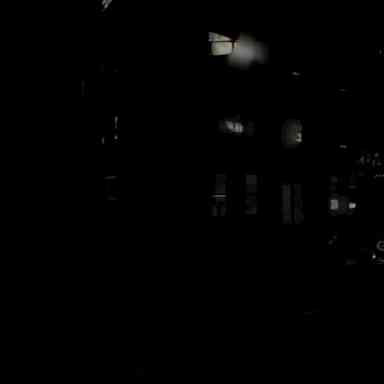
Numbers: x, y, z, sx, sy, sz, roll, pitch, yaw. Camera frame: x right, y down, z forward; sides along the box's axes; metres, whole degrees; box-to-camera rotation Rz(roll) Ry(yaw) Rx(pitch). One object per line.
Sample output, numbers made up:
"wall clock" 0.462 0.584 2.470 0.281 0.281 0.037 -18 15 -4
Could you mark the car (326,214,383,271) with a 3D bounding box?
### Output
"car" 6.010 1.437 10.395 4.097 1.590 1.967 0 -1 -35
